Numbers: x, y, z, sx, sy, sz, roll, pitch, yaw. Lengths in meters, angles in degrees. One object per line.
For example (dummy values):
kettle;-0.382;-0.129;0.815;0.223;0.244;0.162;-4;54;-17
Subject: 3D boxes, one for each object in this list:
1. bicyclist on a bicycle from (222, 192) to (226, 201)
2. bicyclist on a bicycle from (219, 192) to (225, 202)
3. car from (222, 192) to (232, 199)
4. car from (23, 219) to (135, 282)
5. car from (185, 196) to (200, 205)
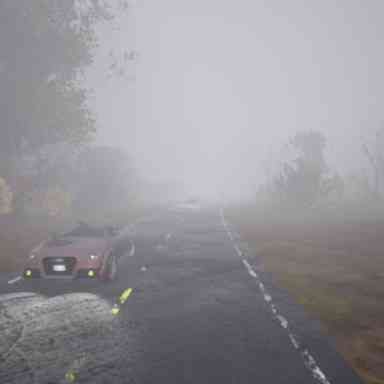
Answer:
bicyclist on a bicycle;6.496;0.922;67.649;0.659;1.776;1.843;0;1;9
bicyclist on a bicycle;5.102;0.979;58.564;0.659;1.776;1.843;0;1;8
car;7.857;0.941;80.238;1.994;1.385;4.181;0;0;11
car;-2.920;1.495;9.442;1.994;1.385;4.181;0;0;2
car;0.152;1.255;50.899;1.895;1.301;4.718;0;0;7
